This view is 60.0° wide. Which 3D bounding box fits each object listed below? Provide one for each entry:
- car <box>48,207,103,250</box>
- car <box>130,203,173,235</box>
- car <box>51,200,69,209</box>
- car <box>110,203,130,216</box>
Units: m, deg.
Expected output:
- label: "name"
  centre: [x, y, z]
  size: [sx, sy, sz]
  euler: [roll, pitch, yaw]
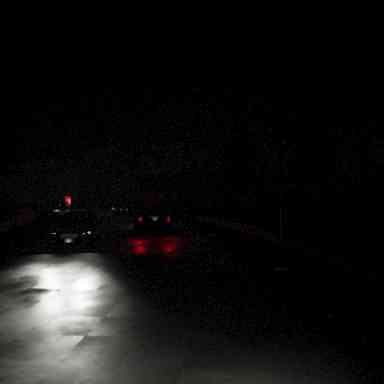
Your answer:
- label: "car"
  centre: [-5.206, 1.651, 15.294]
  size: [2.128, 1.511, 4.902]
  euler: [0, -1, -10]
- label: "car"
  centre: [-2.512, 1.556, 20.575]
  size: [2.097, 1.767, 4.553]
  euler: [0, -1, -12]
- label: "car"
  centre: [-21.675, 2.073, 54.477]
  size: [1.837, 1.490, 4.892]
  euler: [0, -1, -35]
- label: "car"
  centre: [-7.902, 1.924, 37.425]
  size: [2.033, 1.411, 5.357]
  euler: [0, -1, -23]
